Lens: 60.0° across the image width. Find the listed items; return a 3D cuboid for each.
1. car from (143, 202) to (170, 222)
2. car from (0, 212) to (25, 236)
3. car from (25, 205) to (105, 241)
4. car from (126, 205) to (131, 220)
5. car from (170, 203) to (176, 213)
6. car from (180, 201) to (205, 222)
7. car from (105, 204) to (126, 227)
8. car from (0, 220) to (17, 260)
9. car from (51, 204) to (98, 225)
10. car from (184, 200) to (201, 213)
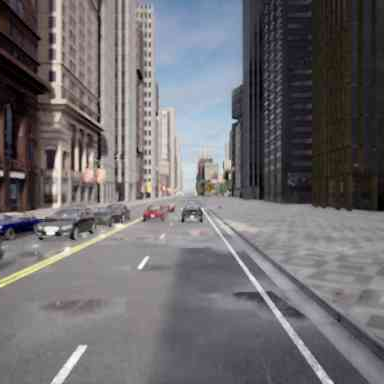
[{"bbox_3d":[-3.224,1.817,29.527,1.812,1.442,4.674,0,-1,0],"label":"car"},{"bbox_3d":[-9.837,1.781,18.015,1.895,1.301,4.718,0,-1,1],"label":"car"},{"bbox_3d":[-6.578,1.672,17.961,2.128,1.511,4.902,0,-1,0],"label":"car"},{"bbox_3d":[-6.530,1.790,28.922,1.837,1.490,4.892,0,-1,0],"label":"car"},{"bbox_3d":[-3.173,2.023,43.746,1.895,1.301,4.718,0,0,0],"label":"car"},{"bbox_3d":[0.029,1.794,29.365,1.837,1.490,4.892,0,-1,0],"label":"car"},{"bbox_3d":[-6.485,1.817,24.377,1.994,1.385,4.181,0,-1,0],"label":"car"},{"bbox_3d":[-6.586,1.627,7.750,2.033,1.411,5.357,0,-1,0],"label":"car"},{"bbox_3d":[-9.784,1.827,28.227,2.033,1.411,5.357,0,-1,0],"label":"car"},{"bbox_3d":[0.080,1.920,44.403,2.128,1.511,4.902,0,0,1],"label":"car"}]
